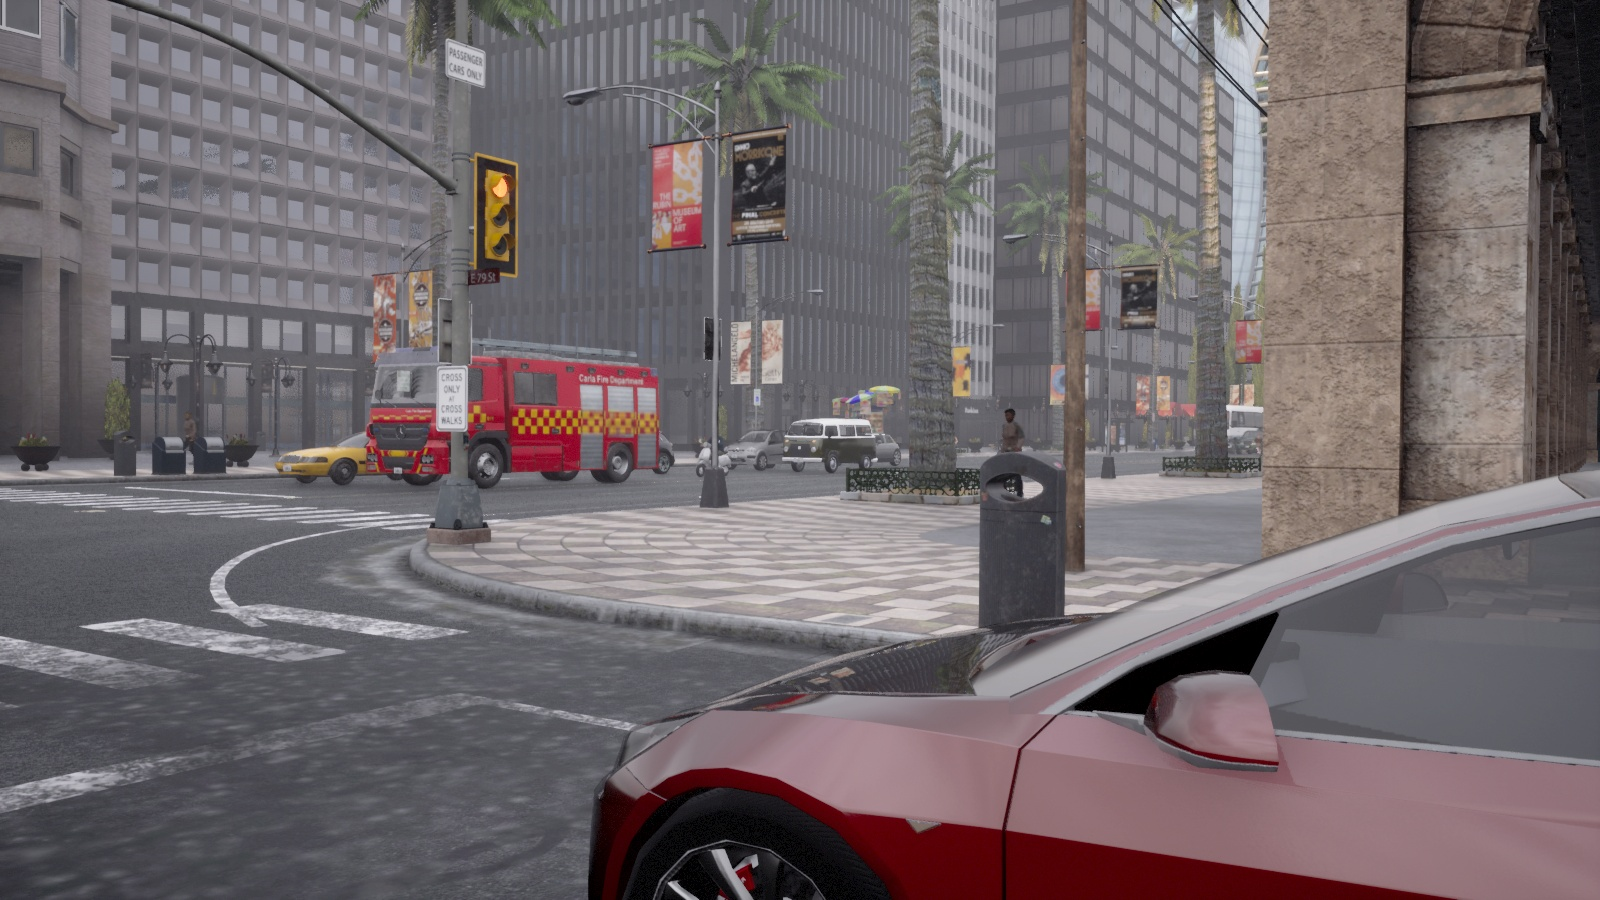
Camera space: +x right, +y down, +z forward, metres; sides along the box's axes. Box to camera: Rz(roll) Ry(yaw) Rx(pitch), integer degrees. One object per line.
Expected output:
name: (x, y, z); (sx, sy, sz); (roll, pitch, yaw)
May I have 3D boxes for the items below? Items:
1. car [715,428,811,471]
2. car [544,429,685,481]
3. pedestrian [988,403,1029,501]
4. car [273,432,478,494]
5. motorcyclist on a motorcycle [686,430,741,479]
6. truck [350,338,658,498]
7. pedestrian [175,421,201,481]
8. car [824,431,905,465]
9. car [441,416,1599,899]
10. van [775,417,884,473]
car: (-1.431, -0.042, 50.141); (1.851, 1.617, 3.988); (0, 1, 33)
car: (-6.252, 0.133, 42.845); (2.033, 1.649, 4.856); (0, 1, 34)
pedestrian: (3.920, 0.031, 23.569); (0.328, 1.805, 0.869); (0, 1, 42)
car: (-11.593, 0.301, 34.719); (1.801, 1.575, 5.366); (0, 1, 34)
motorcyclist on a motorcycle: (-2.858, 0.142, 41.631); (0.866, 1.590, 1.817); (0, 1, 33)
truck: (-7.730, -0.831, 34.274); (2.891, 3.827, 8.468); (0, 1, 33)
pedestrian: (-18.927, 0.029, 38.822); (0.331, 1.846, 0.634); (0, 1, 25)
car: (2.949, -0.105, 56.751); (1.970, 1.475, 3.806); (0, 1, 33)
car: (1.787, 0.681, 2.457); (4.792, 1.488, 2.163); (0, 1, 33)
van: (1.180, -0.208, 47.746); (2.069, 2.038, 4.480); (0, 1, 33)
